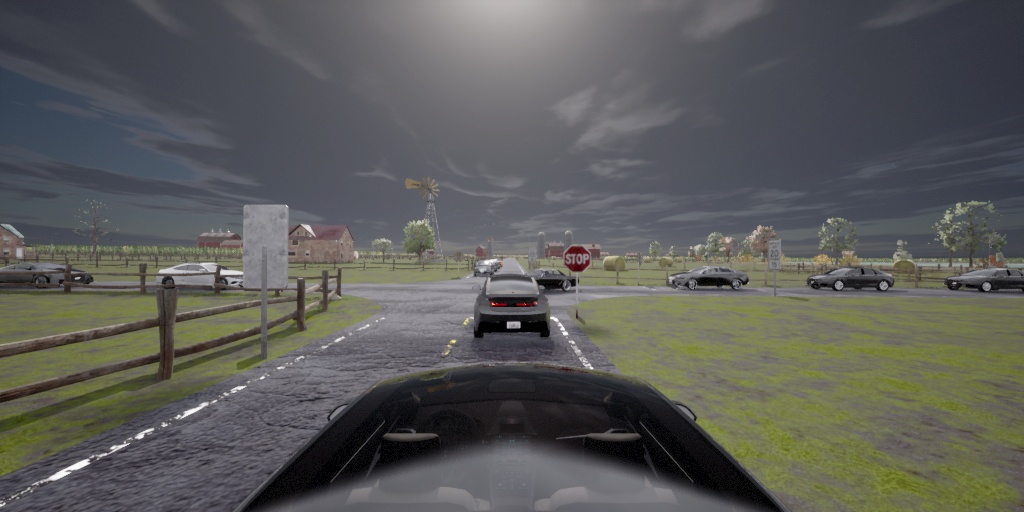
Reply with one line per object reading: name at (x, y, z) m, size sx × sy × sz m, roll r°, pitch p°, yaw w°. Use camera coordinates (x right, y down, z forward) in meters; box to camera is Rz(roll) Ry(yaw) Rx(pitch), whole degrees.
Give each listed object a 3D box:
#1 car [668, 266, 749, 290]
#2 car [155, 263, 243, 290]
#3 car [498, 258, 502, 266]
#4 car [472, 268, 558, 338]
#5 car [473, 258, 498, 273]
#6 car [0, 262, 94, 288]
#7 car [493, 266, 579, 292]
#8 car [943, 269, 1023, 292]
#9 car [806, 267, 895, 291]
car at (12.811, 1.397, 23.491) m, size 4.902 × 1.511 × 2.128 m, roll 1°, pitch -1°, yaw -2°
car at (-17.233, 1.103, 20.192) m, size 4.674 × 1.442 × 1.812 m, roll 1°, pitch -1°, yaw -1°
car at (-2.825, 1.241, 46.359) m, size 2.128 × 1.511 × 4.902 m, roll 0°, pitch 0°, yaw 0°
car at (-0.069, 1.256, 10.225) m, size 1.837 × 1.490 × 4.892 m, roll 0°, pitch 0°, yaw -3°
car at (-2.838, 1.243, 36.913) m, size 2.128 × 1.511 × 4.902 m, roll 0°, pitch 0°, yaw 0°
car at (-26.353, 1.048, 20.076) m, size 4.181 × 1.385 × 1.994 m, roll 1°, pitch -1°, yaw -1°
car at (1.510, 1.369, 20.270) m, size 4.718 × 1.301 × 1.895 m, roll 1°, pitch 0°, yaw -35°
car at (31.716, 1.587, 23.772) m, size 4.892 × 1.490 × 1.837 m, roll 1°, pitch -1°, yaw -1°
car at (22.213, 1.499, 23.657) m, size 4.892 × 1.490 × 1.837 m, roll 1°, pitch -1°, yaw -1°
